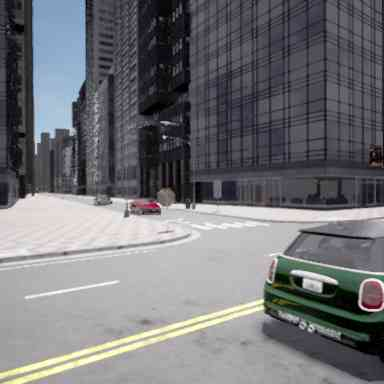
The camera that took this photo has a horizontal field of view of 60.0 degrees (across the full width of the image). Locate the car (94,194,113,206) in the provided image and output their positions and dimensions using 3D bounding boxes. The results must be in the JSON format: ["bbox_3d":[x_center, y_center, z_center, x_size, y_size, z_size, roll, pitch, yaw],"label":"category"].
[{"bbox_3d":[-13.400,1.176,50.139,2.097,1.767,4.553,0,0,-26],"label":"car"}]

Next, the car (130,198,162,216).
[{"bbox_3d":[-4.430,1.345,31.539,1.882,1.535,5.008,0,0,-26],"label":"car"}]

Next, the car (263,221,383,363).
[{"bbox_3d":[3.406,1.301,5.860,4.553,1.767,2.097,-1,0,-35],"label":"car"}]
